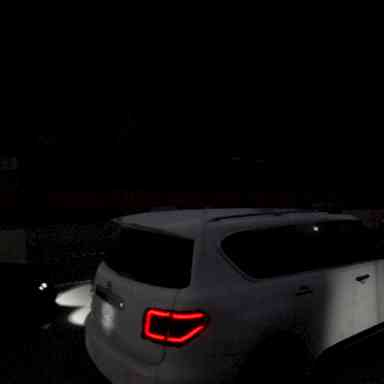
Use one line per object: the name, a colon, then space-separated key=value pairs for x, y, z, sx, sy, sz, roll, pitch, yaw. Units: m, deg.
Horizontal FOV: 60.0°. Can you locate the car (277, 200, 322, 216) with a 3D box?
car: x=10.974 y=1.586 z=33.778 sx=4.892 sy=1.490 sz=1.837 roll=1 pitch=-1 yaw=-36

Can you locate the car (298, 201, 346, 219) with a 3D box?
car: x=11.793 y=1.598 z=30.056 sx=4.674 sy=1.442 sz=1.812 roll=0 pitch=0 yaw=-36

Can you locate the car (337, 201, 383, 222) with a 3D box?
car: x=14.433 y=1.565 z=27.643 sx=4.902 sy=1.511 sz=2.128 roll=0 pitch=0 yaw=-36

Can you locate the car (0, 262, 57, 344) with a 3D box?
car: x=-4.312 y=1.568 z=5.004 sx=4.181 sy=1.385 sz=1.994 roll=0 pitch=0 yaw=-36

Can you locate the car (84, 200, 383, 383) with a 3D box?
car: x=1.353 y=1.234 z=4.781 sx=5.566 sy=2.045 sz=2.150 roll=0 pitch=0 yaw=-36
